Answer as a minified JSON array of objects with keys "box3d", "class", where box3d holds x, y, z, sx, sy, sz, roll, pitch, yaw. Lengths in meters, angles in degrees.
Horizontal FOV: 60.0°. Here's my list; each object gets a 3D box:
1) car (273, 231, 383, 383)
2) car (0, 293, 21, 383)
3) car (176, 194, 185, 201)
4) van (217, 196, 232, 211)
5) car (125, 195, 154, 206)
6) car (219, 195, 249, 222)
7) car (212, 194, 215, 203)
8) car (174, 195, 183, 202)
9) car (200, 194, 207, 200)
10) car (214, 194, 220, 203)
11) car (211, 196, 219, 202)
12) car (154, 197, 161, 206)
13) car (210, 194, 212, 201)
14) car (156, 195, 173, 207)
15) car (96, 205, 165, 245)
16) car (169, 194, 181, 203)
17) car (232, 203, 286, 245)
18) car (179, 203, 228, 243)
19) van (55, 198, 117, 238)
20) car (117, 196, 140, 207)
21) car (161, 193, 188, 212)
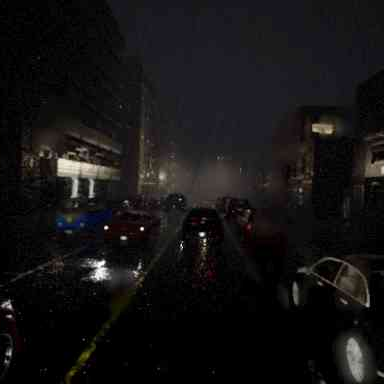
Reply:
[{"box3d":[2.791,1.629,5.169,2.008,1.369,4.403,1,0,2],"class":"car"},{"box3d":[-3.095,1.470,2.305,1.994,1.385,4.181,2,0,2],"class":"car"},{"box3d":[-2.757,1.281,80.919,1.967,1.590,4.097,1,0,2],"class":"car"},{"box3d":[4.207,1.428,42.992,1.690,1.788,3.998,1,0,2],"class":"van"},{"box3d":[-4.769,1.150,27.103,2.192,1.841,5.009,1,0,2],"class":"car"},{"box3d":[3.601,1.398,26.782,2.192,1.841,5.009,1,0,2],"class":"car"},{"box3d":[4.409,1.403,48.396,2.192,1.841,5.009,1,0,2],"class":"car"},{"box3d":[-2.974,1.366,75.173,1.752,1.417,4.829,1,0,2],"class":"car"},{"box3d":[3.341,1.532,91.439,1.812,1.442,4.674,2,0,2],"class":"car"},{"box3d":[4.005,1.401,37.589,2.192,1.841,5.009,1,0,2],"class":"car"},{"box3d":[5.580,1.654,80.657,1.947,1.339,4.313,1,0,2],"class":"car"},{"box3d":[-4.368,1.388,37.909,2.008,1.369,4.403,1,0,2],"class":"car"},{"box3d":[5.197,1.649,69.512,2.008,1.369,4.403,1,0,2],"class":"car"},{"box3d":[-3.962,1.279,48.716,1.967,1.590,4.097,1,0,2],"class":"car"},{"box3d":[-2.608,1.510,15.297,1.895,1.301,4.718,2,0,2],"class":"car"},{"box3d":[-3.356,1.281,64.926,1.967,1.590,4.097,1,0,2],"class":"car"},{"box3d":[3.195,1.521,15.975,1.967,1.590,4.097,1,0,2],"class":"car"},{"box3d":[0.532,1.517,16.337,1.837,1.490,4.892,2,0,2],"class":"car"},{"box3d":[-5.174,1.173,16.296,1.690,1.788,3.998,1,0,2],"class":"van"},{"box3d":[-4.972,1.274,21.699,1.967,1.590,4.097,1,0,2],"class":"car"},{"box3d":[-1.713,1.132,36.402,2.150,2.045,5.566,2,0,2],"class":"car"}]
